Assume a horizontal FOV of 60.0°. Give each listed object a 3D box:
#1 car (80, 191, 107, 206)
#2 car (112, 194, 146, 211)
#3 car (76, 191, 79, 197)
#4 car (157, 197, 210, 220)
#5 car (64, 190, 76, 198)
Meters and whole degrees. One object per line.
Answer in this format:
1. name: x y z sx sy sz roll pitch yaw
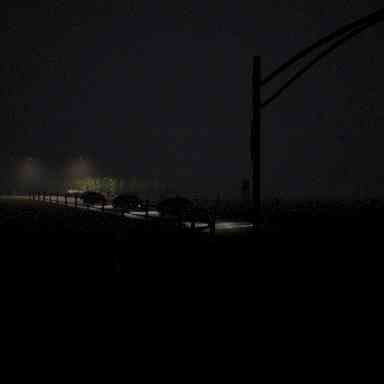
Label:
1. car: -11.723 0.815 40.024 1.812 1.442 4.674 0 1 -35
2. car: -6.117 0.970 31.952 1.837 1.490 4.892 0 1 -35
3. car: -16.460 0.540 53.260 1.882 1.535 5.008 0 1 -35
4. car: -0.718 1.114 24.198 1.882 1.535 5.008 0 1 -35
5. car: -22.376 0.375 61.750 2.128 1.511 4.902 0 1 -35
